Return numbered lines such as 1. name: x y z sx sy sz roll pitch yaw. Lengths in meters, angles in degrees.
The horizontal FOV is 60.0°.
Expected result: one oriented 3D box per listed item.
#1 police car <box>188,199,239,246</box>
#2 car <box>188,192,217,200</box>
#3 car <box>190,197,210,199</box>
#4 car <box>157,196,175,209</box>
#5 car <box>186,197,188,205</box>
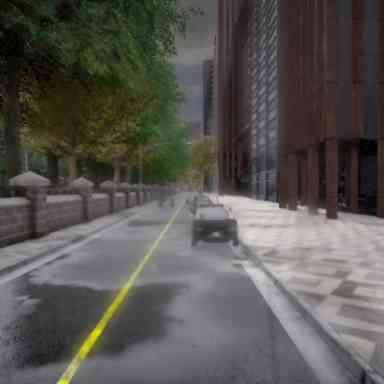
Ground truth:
1. police car: 0.898 1.330 14.796 1.930 1.638 5.238 0 0 0
2. car: 0.895 1.142 30.655 2.097 1.767 4.553 0 0 0
3. car: 0.896 1.340 24.687 1.837 1.490 4.892 0 0 0
4. car: -3.093 1.210 40.636 2.128 1.511 4.902 0 0 0
5. car: -0.007 1.192 50.949 2.033 1.411 5.357 0 0 0
